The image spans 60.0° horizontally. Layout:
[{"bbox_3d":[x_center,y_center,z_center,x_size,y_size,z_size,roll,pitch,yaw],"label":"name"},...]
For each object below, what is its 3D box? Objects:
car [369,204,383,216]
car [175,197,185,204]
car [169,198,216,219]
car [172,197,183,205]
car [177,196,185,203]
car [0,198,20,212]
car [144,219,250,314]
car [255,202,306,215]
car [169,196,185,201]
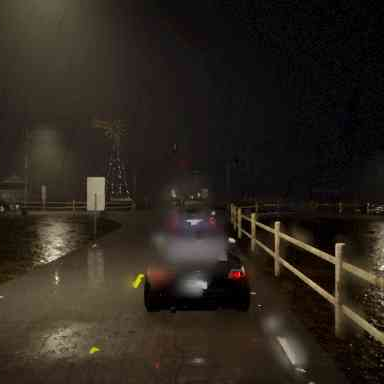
[{"bbox_3d":[22.560,1.833,37.627,4.553,1.767,2.097,1,-2,0],"label":"car"},{"bbox_3d":[-2.686,1.879,75.188,1.994,1.385,4.181,0,0,0],"label":"car"},{"bbox_3d":[0.109,1.380,16.357,2.097,1.767,4.553,0,0,0],"label":"car"},{"bbox_3d":[-2.737,1.731,65.237,1.882,1.535,5.008,0,0,1],"label":"car"},{"bbox_3d":[-2.675,1.883,85.317,1.882,1.535,5.008,0,0,0],"label":"car"},{"bbox_3d":[-20.281,1.292,34.042,4.892,1.490,1.837,1,-2,0],"label":"car"},{"bbox_3d":[0.104,1.573,7.714,1.994,1.385,4.181,0,0,0],"label":"car"},{"bbox_3d":[9.979,1.829,37.656,5.357,1.411,2.033,1,-2,0],"label":"car"},{"bbox_3d":[-2.796,1.681,55.433,2.128,1.511,4.902,0,0,0],"label":"car"}]
